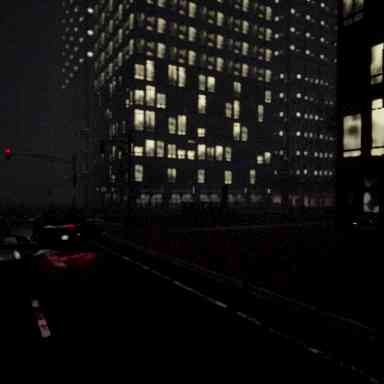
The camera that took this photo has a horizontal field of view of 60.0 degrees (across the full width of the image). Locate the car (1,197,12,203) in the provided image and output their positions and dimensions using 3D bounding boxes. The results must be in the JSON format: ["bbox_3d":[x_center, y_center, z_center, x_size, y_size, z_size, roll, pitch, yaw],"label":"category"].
[{"bbox_3d":[-41.093,1.778,73.755,1.994,1.385,4.181,0,0,-31],"label":"car"}]

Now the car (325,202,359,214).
[{"bbox_3d":[20.423,2.168,45.296,4.674,1.442,1.812,1,0,-29],"label":"car"}]

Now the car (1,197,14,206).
[{"bbox_3d":[-35.771,1.883,64.796,2.033,1.411,5.357,0,0,-31],"label":"car"}]

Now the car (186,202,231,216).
[{"bbox_3d":[1.893,1.898,37.736,4.829,1.417,1.752,1,0,-30],"label":"car"}]

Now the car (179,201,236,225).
[{"bbox_3d":[1.303,1.708,27.748,5.009,1.841,2.192,1,0,-30],"label":"car"}]

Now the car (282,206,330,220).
[{"bbox_3d":[11.244,2.060,33.424,4.829,1.417,1.752,1,0,-30],"label":"car"}]

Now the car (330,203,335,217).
[{"bbox_3d":[15.994,2.183,36.137,4.206,1.307,1.802,1,0,-30],"label":"car"}]

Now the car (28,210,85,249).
[{"bbox_3d":[-6.230,1.583,15.195,2.128,1.511,4.902,0,0,-30],"label":"car"}]

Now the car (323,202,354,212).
[{"bbox_3d":[21.624,2.216,49.002,4.313,1.339,1.947,1,0,-30],"label":"car"}]
